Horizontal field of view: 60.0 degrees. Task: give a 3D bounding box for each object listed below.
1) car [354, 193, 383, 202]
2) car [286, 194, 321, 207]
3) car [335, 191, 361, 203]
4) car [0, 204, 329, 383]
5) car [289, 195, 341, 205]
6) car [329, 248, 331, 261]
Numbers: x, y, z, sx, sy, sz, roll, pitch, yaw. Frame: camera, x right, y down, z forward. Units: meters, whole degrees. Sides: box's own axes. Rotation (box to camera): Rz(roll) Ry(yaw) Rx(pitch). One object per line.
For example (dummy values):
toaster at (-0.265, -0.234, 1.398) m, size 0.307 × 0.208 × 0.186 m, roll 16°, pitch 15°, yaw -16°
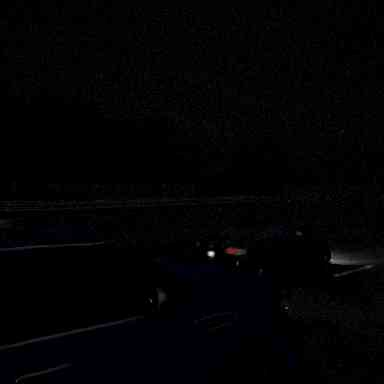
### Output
car at (22.677, 1.182, 41.701) m, size 4.181 × 1.385 × 1.994 m, roll -1°, pitch 0°, yaw -35°
car at (15.138, 1.141, 44.921) m, size 5.008 × 1.535 × 1.882 m, roll -1°, pitch 0°, yaw -35°
car at (20.763, 0.837, 44.637) m, size 5.566 × 2.045 × 2.150 m, roll -1°, pitch 1°, yaw -35°
car at (-1.520, 1.221, 2.660) m, size 5.566 × 2.045 × 2.150 m, roll -1°, pitch 0°, yaw -36°
car at (10.288, 1.285, 28.552) m, size 5.008 × 1.535 × 1.882 m, roll -1°, pitch 0°, yaw -36°
car at (2.107, 1.519, 9.554) m, size 4.181 × 1.385 × 1.994 m, roll -1°, pitch 0°, yaw -36°
